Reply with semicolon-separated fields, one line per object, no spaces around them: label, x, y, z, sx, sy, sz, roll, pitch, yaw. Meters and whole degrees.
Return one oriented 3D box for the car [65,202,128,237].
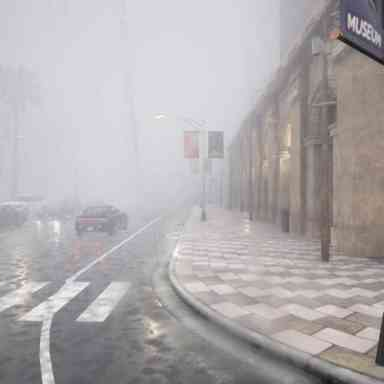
car;-4.760;1.504;18.108;2.128;1.511;4.902;0;0;1

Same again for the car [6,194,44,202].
car;-15.157;1.221;30.017;2.150;2.045;5.566;0;0;1

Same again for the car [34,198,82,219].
car;-11.669;1.526;29.199;1.812;1.442;4.674;0;0;1

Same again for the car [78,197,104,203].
car;-11.424;1.526;39.085;1.812;1.442;4.674;0;0;1

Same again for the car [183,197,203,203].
car;0.480;1.604;66.776;4.718;1.301;1.895;0;0;-44

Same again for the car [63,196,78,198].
car;-14.895;1.352;40.338;2.097;1.767;4.553;0;0;2

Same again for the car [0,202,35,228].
car;-11.840;1.547;19.772;2.033;1.411;5.357;0;0;1
